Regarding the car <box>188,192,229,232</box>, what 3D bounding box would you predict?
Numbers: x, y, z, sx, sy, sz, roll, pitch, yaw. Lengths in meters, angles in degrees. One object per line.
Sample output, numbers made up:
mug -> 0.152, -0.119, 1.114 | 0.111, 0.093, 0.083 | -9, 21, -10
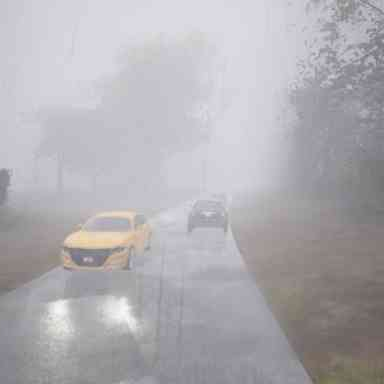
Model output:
car -> 0.964, 1.137, 19.010 | 2.097, 1.767, 4.553 | 0, 1, 4

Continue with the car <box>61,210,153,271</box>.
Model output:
car -> -2.503, 1.396, 10.904 | 1.882, 1.535, 5.008 | 1, 1, 3
